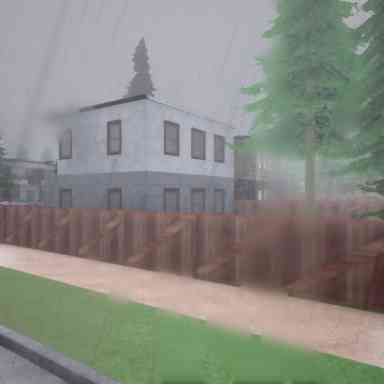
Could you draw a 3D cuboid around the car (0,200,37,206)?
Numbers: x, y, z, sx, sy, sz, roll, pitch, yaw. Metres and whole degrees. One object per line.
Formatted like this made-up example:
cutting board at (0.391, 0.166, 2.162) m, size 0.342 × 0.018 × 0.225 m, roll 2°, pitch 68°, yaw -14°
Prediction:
car at (-15.807, 1.457, 28.683) m, size 1.882 × 1.535 × 5.008 m, roll 0°, pitch 0°, yaw 28°
